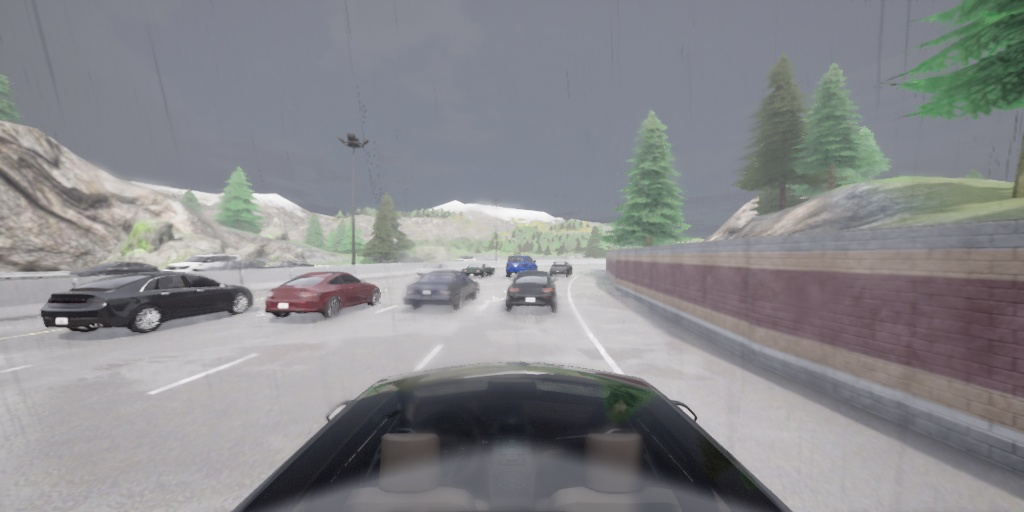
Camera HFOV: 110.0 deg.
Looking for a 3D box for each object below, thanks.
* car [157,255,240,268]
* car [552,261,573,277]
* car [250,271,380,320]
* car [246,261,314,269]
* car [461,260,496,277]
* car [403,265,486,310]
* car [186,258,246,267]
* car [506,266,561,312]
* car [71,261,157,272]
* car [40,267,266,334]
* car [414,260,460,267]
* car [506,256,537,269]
[{"bbox_3d":[-25.335,0.891,29.869,2.150,2.045,5.566,0,0,11],"label":"car"},{"bbox_3d":[5.019,1.260,36.077,2.128,1.511,4.902,0,0,15],"label":"car"},{"bbox_3d":[-6.336,1.256,12.512,1.812,1.442,4.674,0,0,5],"label":"car"},{"bbox_3d":[-18.318,1.184,29.215,2.128,1.511,4.902,0,0,11],"label":"car"},{"bbox_3d":[-2.972,1.343,33.248,1.895,1.301,4.718,0,0,13],"label":"car"},{"bbox_3d":[-2.648,1.290,14.712,2.033,1.411,5.357,0,0,6],"label":"car"},{"bbox_3d":[-22.049,1.172,28.283,2.128,1.511,4.902,0,0,10],"label":"car"},{"bbox_3d":[0.834,1.279,14.118,1.812,1.442,4.674,0,0,5],"label":"car"},{"bbox_3d":[-29.409,1.161,26.701,1.837,1.490,4.892,0,0,9],"label":"car"},{"bbox_3d":[-9.988,1.223,10.496,1.837,1.490,4.892,0,0,4],"label":"car"},{"bbox_3d":[-6.738,1.331,32.509,1.895,1.301,4.718,0,0,13],"label":"car"},{"bbox_3d":[0.990,0.977,34.702,2.150,2.045,5.566,0,0,14],"label":"car"}]
